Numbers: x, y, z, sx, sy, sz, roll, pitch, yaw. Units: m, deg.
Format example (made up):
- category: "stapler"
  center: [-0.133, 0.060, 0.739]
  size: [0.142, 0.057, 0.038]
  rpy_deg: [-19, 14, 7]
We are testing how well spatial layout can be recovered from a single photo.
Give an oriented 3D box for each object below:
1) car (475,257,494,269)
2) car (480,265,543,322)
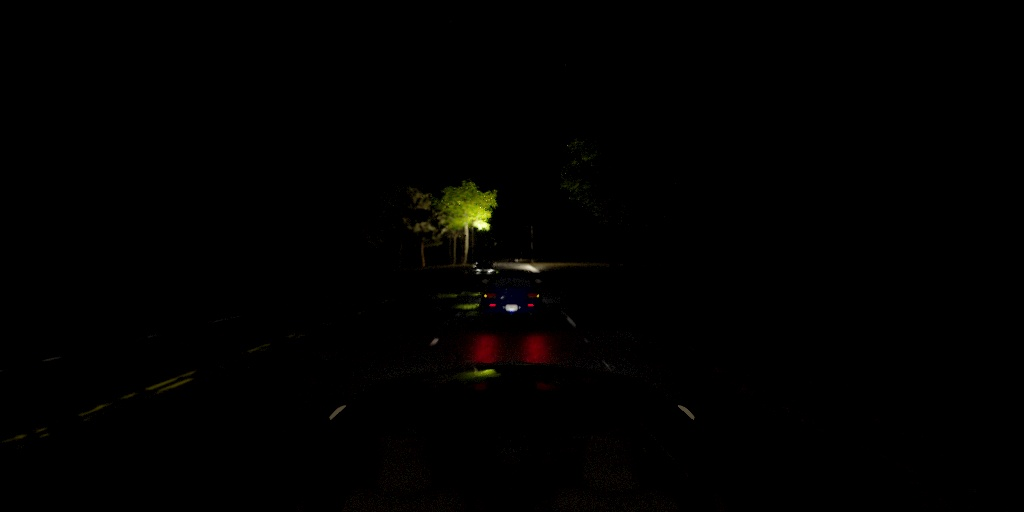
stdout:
- category: "car"
  center: [-3.682, 0.877, 48.507]
  size: [2.097, 1.767, 4.553]
  rpy_deg: [0, 0, 2]
- category: "car"
  center: [-0.009, 1.204, 11.887]
  size: [1.812, 1.442, 4.674]
  rpy_deg: [0, 0, 0]
